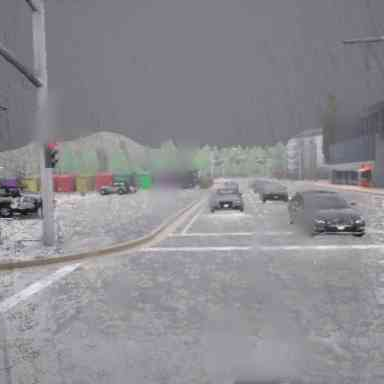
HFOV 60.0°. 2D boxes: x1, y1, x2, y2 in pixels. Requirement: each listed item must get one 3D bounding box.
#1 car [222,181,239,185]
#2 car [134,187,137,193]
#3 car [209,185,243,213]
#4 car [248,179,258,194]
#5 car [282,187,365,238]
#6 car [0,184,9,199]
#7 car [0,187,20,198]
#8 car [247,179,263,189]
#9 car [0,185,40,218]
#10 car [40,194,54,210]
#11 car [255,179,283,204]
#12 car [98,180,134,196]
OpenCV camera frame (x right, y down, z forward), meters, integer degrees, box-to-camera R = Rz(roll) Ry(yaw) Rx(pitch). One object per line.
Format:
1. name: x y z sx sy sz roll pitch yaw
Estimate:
1. car: 5.031 -0.706 43.090 2.128 1.511 4.902 -2 3 8
2. car: -9.582 -0.434 45.575 3.806 1.475 1.970 -2 3 6
3. car: 2.183 0.492 20.978 1.994 1.385 4.181 -2 3 7
4. car: 8.136 -0.627 39.222 2.128 1.511 4.902 -2 3 7
5. car: 4.876 0.729 12.706 1.837 1.490 4.892 -2 3 6
6. car: -27.319 -0.040 44.495 4.605 1.855 1.932 -2 3 6
7. car: -26.950 0.024 47.376 3.905 1.438 1.784 -2 3 6
8. car: 9.843 -1.298 52.406 2.128 1.511 4.902 -2 3 7
9. car: -12.232 0.589 20.320 4.605 1.855 1.932 -2 3 6
10. car: -11.880 0.446 23.189 3.866 1.878 1.905 -2 3 6
11. car: 6.396 0.008 26.524 1.882 1.535 5.008 -2 2 7
12. car: -9.899 -0.529 42.688 3.866 1.878 1.905 -2 3 6
